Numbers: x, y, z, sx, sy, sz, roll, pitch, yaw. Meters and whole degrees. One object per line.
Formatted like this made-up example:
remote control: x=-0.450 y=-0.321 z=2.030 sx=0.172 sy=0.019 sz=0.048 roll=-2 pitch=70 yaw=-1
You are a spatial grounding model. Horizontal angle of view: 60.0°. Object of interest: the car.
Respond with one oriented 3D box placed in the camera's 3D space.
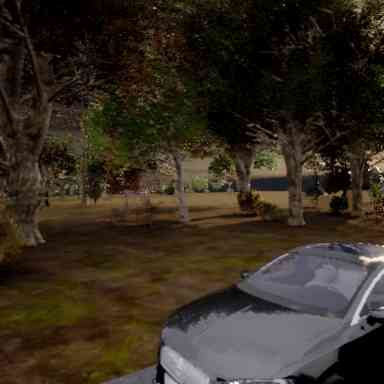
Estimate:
car: x=1.881 y=1.486 z=4.287 sx=4.902 sy=1.511 sz=2.128 roll=0 pitch=0 yaw=-34
